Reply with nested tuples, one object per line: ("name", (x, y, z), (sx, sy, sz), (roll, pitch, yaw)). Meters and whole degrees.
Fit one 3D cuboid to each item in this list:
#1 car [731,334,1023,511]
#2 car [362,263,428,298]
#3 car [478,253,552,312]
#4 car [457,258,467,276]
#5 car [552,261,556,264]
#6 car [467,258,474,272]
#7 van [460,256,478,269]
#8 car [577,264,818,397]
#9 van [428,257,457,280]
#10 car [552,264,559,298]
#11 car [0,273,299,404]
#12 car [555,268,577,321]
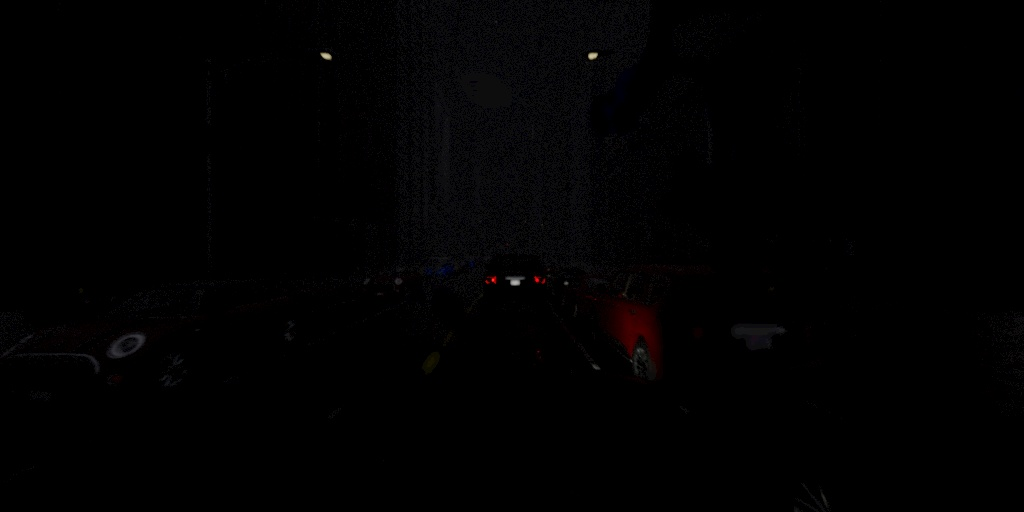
("car", (2.762, 1.320, 0.743), (1.948, 1.339, 4.313), (0, 0, 0))
("car", (-5.763, 1.131, 17.644), (1.967, 1.591, 4.097), (0, 0, 0))
("car", (0.100, 0.926, 13.997), (2.150, 2.045, 5.566), (0, 0, 0))
("car", (-5.762, 1.155, 34.384), (1.751, 1.417, 4.829), (0, 0, 0))
("car", (2.763, 1.090, 28.924), (1.967, 1.591, 4.097), (0, 0, 0))
("car", (-5.762, 1.161, 40.190), (2.007, 1.370, 4.403), (0, 0, 0))
("van", (-5.762, 0.933, 45.826), (1.690, 1.789, 3.998), (0, 0, 0))
("car", (2.762, 1.048, 6.380), (2.192, 1.841, 5.009), (0, 0, 0))
("van", (-5.762, 0.991, 28.917), (1.690, 1.789, 3.998), (0, 0, 0))
("car", (2.763, 1.257, 17.652), (1.948, 1.339, 4.313), (0, 0, 0))
("car", (-5.763, 1.173, 6.371), (1.967, 1.591, 4.097), (0, 0, 0))
("car", (2.762, 1.257, 12.016), (1.888, 1.381, 4.507), (0, 0, 0))
